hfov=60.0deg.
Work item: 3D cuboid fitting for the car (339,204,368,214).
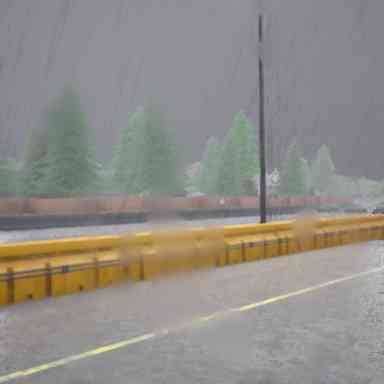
[{"bbox_3d":[21.831,2.236,44.406,1.994,1.385,4.181,-2,-2,45],"label":"car"}]

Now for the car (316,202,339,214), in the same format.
[{"bbox_3d":[19.159,2.251,46.672,1.837,1.490,4.892,-2,-2,45],"label":"car"}]

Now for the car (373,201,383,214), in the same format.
[{"bbox_3d":[24.720,1.952,42.368,2.097,1.767,4.553,-2,-1,44],"label":"car"}]
